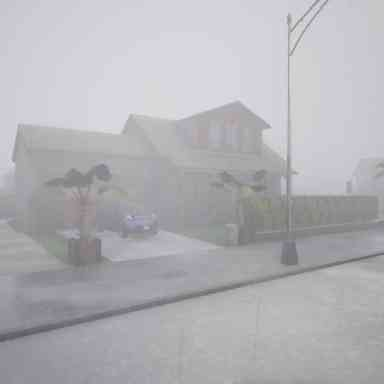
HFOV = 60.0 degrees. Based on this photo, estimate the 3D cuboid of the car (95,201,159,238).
[{"bbox_3d":[-3.022,1.174,15.291,1.845,1.501,3.633,0,0,-38],"label":"car"}]
